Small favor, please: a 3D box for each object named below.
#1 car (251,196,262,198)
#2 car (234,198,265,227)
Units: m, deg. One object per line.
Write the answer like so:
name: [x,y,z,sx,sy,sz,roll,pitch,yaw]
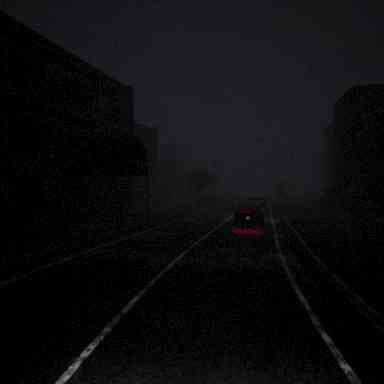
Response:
car: [7.918,1.295,40.896,2.128,1.511,4.902,1,1,13]
car: [4.068,1.479,23.498,1.882,1.535,5.008,1,1,12]
